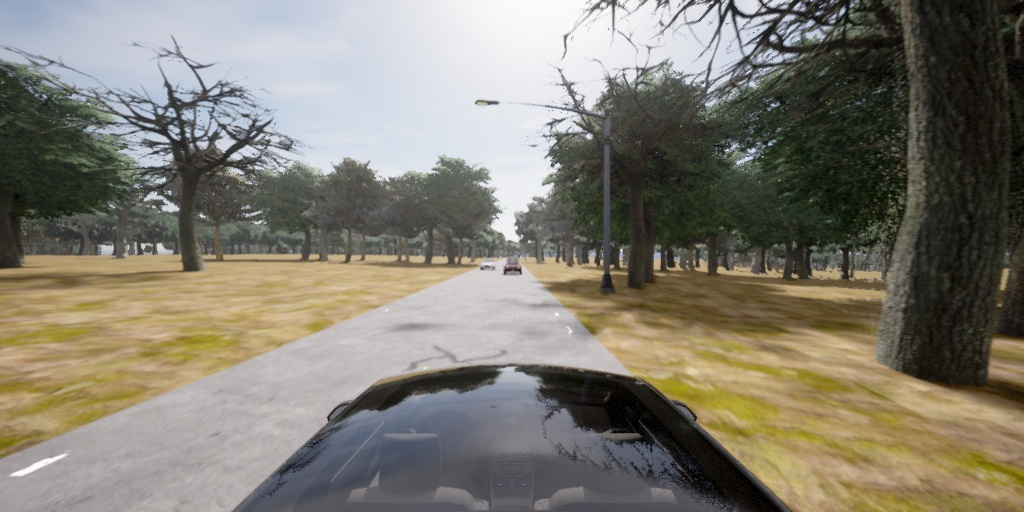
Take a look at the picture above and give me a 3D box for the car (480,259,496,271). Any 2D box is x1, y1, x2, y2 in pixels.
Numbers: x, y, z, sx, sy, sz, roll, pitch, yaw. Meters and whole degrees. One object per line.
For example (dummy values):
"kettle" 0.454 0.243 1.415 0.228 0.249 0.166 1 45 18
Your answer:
"car" -3.074 1.094 46.502 1.812 1.442 4.674 0 0 0

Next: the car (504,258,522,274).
"car" 0.112 1.195 38.630 1.895 1.301 4.718 0 0 0
